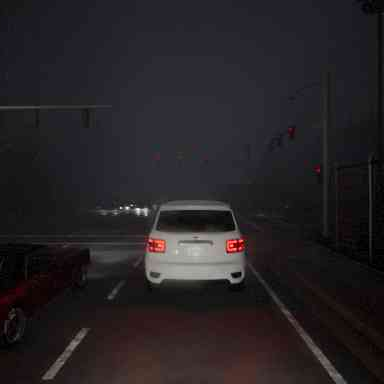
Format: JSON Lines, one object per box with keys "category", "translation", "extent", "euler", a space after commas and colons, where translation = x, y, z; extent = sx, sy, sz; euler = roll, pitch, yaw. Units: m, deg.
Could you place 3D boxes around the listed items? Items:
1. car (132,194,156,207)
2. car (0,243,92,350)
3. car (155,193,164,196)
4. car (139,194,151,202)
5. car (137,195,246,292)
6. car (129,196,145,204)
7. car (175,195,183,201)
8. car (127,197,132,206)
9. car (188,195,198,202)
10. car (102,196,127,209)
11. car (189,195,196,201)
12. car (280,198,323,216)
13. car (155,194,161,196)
{"category": "car", "translation": [-6.989, 1.491, 48.983], "extent": [2.128, 1.511, 4.902], "euler": [0, 0, 0]}
{"category": "car", "translation": [-3.430, 1.601, 6.173], "extent": [1.895, 1.301, 4.718], "euler": [0, 0, 1]}
{"category": "car", "translation": [-6.862, 1.221, 68.956], "extent": [2.150, 2.045, 5.566], "euler": [0, 0, 0]}
{"category": "car", "translation": [-10.353, 1.354, 73.188], "extent": [2.097, 1.767, 4.553], "euler": [0, 0, 0]}
{"category": "car", "translation": [0.090, 1.221, 9.097], "extent": [2.150, 2.045, 5.566], "euler": [0, 0, 0]}
{"category": "car", "translation": [-10.424, 1.491, 63.140], "extent": [2.128, 1.511, 4.902], "euler": [0, 0, 1]}
{"category": "car", "translation": [-3.327, 1.540, 86.037], "extent": [2.033, 1.411, 5.357], "euler": [0, 0, 0]}
{"category": "car", "translation": [-10.483, 1.491, 53.748], "extent": [2.128, 1.511, 4.902], "euler": [0, 0, 0]}
{"category": "car", "translation": [0.157, 1.523, 75.750], "extent": [2.128, 1.511, 4.902], "euler": [0, 0, 0]}
{"category": "car", "translation": [-10.505, 1.352, 44.595], "extent": [2.097, 1.767, 4.553], "euler": [0, 0, 0]}
{"category": "car", "translation": [0.173, 1.524, 86.152], "extent": [1.812, 1.442, 4.674], "euler": [0, 0, 0]}
{"category": "car", "translation": [11.016, 1.407, 32.677], "extent": [4.553, 1.767, 2.097], "euler": [0, 0, 0]}
{"category": "car", "translation": [-6.959, 1.525, 58.242], "extent": [1.812, 1.442, 4.674], "euler": [0, 0, 0]}
